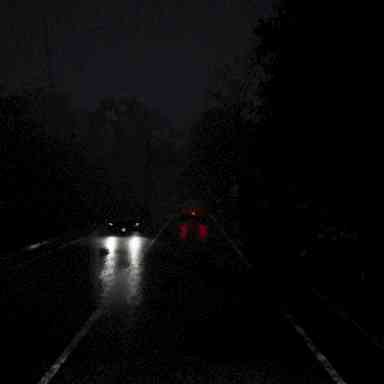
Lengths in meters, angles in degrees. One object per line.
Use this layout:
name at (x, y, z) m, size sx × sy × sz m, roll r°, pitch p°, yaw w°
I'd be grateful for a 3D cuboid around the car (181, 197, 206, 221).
car at (0.109, 1.408, 26.863) m, size 1.882 × 1.535 × 5.008 m, roll 0°, pitch 0°, yaw 0°

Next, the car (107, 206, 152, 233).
car at (-3.496, 1.541, 19.678) m, size 2.033 × 1.411 × 5.357 m, roll 0°, pitch 0°, yaw 0°
